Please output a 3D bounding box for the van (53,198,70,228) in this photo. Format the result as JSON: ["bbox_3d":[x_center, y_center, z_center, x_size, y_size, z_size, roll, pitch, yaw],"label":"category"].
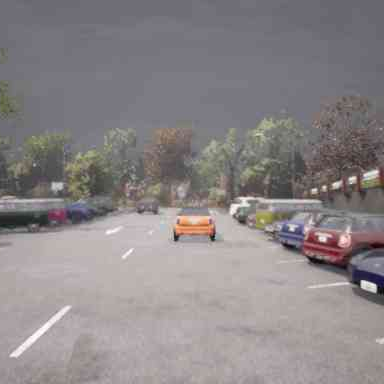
[{"bbox_3d":[-11.079,1.491,23.126,4.442,1.987,1.878,-1,0,-20],"label":"van"}]

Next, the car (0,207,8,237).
[{"bbox_3d":[-10.980,1.631,14.298,4.892,1.521,2.231,-1,0,-20],"label":"car"}]

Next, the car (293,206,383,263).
[{"bbox_3d":[5.933,1.469,10.747,4.553,1.767,2.185,1,-1,-20],"label":"car"}]

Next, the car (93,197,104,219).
[{"bbox_3d":[-10.937,1.521,29.103,5.566,2.045,2.435,-1,-1,-20],"label":"car"}]

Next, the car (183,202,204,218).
[{"bbox_3d":[0.128,1.842,35.773,2.128,1.511,4.902,0,-1,-1],"label":"car"}]

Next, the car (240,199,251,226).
[{"bbox_3d":[6.014,1.588,22.847,4.553,1.767,2.185,1,0,-20],"label":"car"}]

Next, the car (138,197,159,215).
[{"bbox_3d":[-5.090,1.608,39.596,2.150,2.045,5.566,0,0,-1],"label":"car"}]

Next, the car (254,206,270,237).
[{"bbox_3d":[5.977,1.656,16.795,4.892,1.521,2.231,1,0,-20],"label":"car"}]

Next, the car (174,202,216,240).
[{"bbox_3d":[0.126,1.535,18.336,2.097,1.767,4.553,0,-1,0],"label":"car"}]

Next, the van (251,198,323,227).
[{"bbox_3d":[6.085,1.460,19.865,4.442,1.987,1.878,1,-1,-20],"label":"van"}]

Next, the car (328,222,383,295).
[{"bbox_3d":[5.925,1.594,7.722,4.792,1.488,2.163,1,0,-20],"label":"car"}]

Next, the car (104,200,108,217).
[{"bbox_3d":[-10.937,1.831,32.067,4.792,1.488,2.163,-1,-1,-20],"label":"car"}]

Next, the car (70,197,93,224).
[{"bbox_3d":[-10.943,1.493,26.144,5.566,2.045,2.435,-1,-1,-20],"label":"car"}]

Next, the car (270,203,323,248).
[{"bbox_3d":[5.929,1.499,13.776,4.553,1.767,2.185,1,-1,-20],"label":"car"}]

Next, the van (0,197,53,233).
[{"bbox_3d":[-11.084,1.463,20.167,4.442,1.987,1.878,-1,0,-20],"label":"van"}]

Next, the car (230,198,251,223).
[{"bbox_3d":[5.966,1.491,25.846,5.566,2.045,2.435,1,0,-20],"label":"car"}]

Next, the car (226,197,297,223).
[{"bbox_3d":[6.011,1.521,28.906,5.566,2.045,2.435,1,-1,-20],"label":"car"}]

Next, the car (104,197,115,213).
[{"bbox_3d":[-10.974,1.579,34.987,5.566,2.045,2.435,-1,0,-20],"label":"car"}]
